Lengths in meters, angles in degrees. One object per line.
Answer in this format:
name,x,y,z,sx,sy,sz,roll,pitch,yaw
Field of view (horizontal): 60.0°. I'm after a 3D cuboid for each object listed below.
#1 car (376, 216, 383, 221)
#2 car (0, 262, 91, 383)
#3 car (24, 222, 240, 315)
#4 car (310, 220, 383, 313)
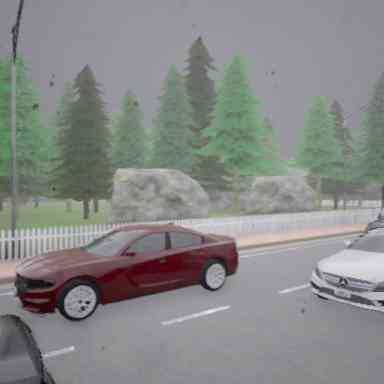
car,9.738,1.565,15.289,4.181,1.385,1.994,0,0,-36
car,-3.464,1.556,1.511,5.357,1.411,2.033,0,0,-36
car,-1.162,1.490,7.471,5.008,1.535,1.882,0,0,-36
car,4.562,1.528,7.265,4.674,1.442,1.812,0,0,-36
